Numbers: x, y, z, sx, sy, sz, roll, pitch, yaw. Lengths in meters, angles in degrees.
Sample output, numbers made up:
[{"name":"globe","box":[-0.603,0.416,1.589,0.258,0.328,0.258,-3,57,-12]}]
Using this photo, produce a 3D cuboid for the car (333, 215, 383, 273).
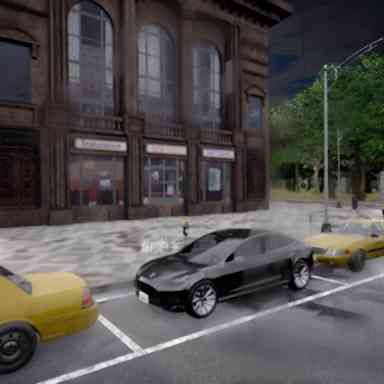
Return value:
[{"name":"car","box":[5.182,1.420,10.355,4.829,1.417,1.752,-1,0,-36]}]

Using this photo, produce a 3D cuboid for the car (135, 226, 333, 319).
[{"name":"car","box":[0.896,1.515,7.293,4.313,1.339,1.947,-1,0,-36]}]

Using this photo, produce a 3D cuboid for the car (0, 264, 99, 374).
[{"name":"car","box":[-3.666,1.533,4.034,4.829,1.417,1.752,-1,0,-36]}]
